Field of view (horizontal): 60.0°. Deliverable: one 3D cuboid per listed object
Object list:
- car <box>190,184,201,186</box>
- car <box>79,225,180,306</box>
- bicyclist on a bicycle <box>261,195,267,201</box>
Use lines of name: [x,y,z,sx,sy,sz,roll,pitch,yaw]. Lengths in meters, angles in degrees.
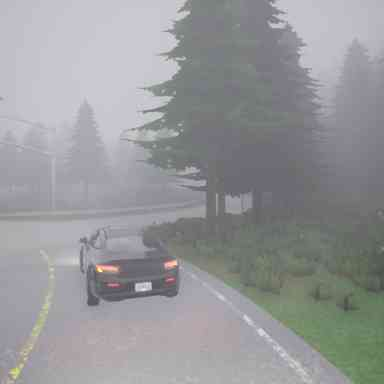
car: [0.647,-1.747,69.712,1.994,1.385,4.181,0,5,-5]
car: [-1.674,1.526,8.095,1.812,1.442,4.674,0,0,-21]
bicyclist on a bicycle: [6.342,0.894,30.365,1.656,1.620,0.582,-13,-4,35]
